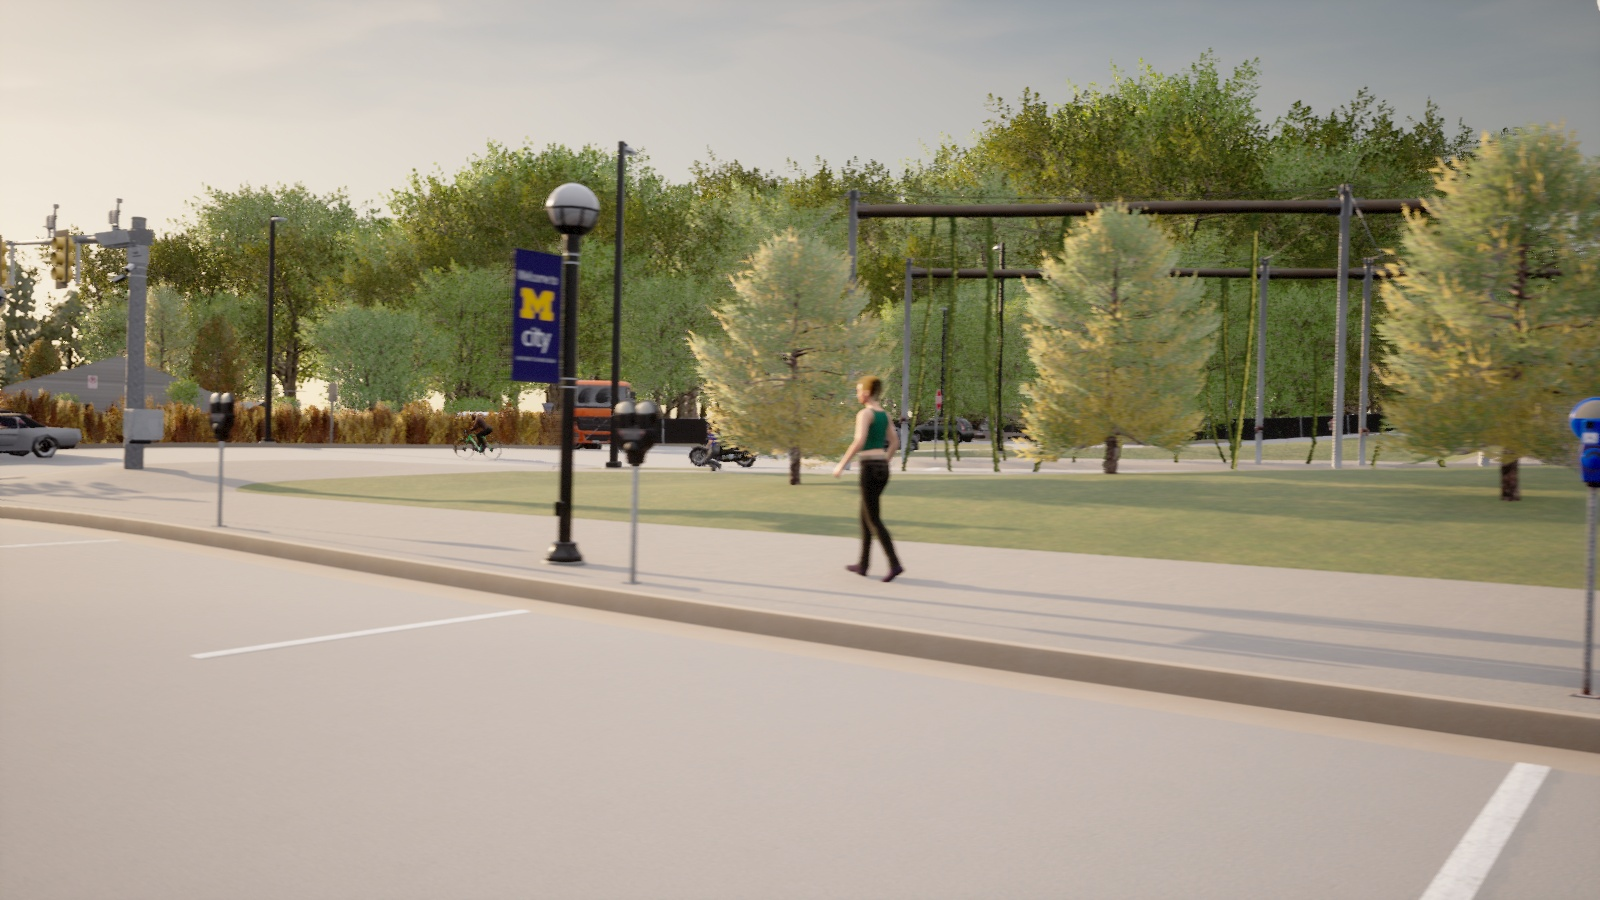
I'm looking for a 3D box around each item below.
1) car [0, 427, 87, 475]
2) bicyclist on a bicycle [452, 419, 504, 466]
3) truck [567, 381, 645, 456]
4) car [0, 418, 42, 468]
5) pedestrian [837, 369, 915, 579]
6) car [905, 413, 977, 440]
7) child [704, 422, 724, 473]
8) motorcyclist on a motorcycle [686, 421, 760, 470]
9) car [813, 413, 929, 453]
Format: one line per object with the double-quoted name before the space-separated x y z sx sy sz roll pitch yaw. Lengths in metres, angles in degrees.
"car" -23.188 0.042 35.638 1.895 1.301 4.718 1 3 36
"bicyclist on a bicycle" -11.218 -0.266 43.799 1.656 1.620 0.582 0 2 3
"truck" -9.537 -1.518 62.435 2.891 3.462 7.936 0 1 -2
"car" -25.910 -0.181 38.122 2.007 1.525 4.514 1 3 37
"pedestrian" 0.681 0.208 11.294 0.594 1.836 0.345 1 1 36
"car" 8.746 -1.460 77.946 3.988 1.617 1.851 0 3 30
"child" -2.164 -0.059 31.569 0.437 1.263 0.270 1 1 11
"motorcyclist on a motorcycle" -2.619 -0.148 42.701 2.350 1.649 0.766 -1 0 13
"car" 3.188 -0.753 56.290 4.611 1.667 2.242 -2 1 -25
